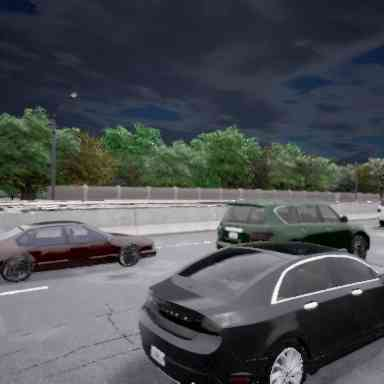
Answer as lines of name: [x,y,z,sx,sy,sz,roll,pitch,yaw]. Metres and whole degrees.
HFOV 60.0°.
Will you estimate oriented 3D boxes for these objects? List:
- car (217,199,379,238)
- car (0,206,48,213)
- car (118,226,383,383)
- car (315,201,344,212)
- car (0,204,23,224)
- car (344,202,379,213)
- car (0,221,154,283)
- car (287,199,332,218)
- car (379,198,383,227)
car: [3.280,1.257,10.381,5.566,2.045,2.150,0,0,-35]
car: [-11.098,1.613,21.869,4.718,1.301,1.895,0,0,-35]
car: [1.599,1.519,5.008,4.892,1.490,1.837,0,0,-35]
car: [20.034,2.067,48.333,4.181,1.385,1.994,1,-1,-35]
car: [-14.768,1.606,23.551,4.718,1.301,1.895,0,0,-35]
car: [23.892,2.098,46.773,5.357,1.411,2.033,1,-1,-35]
car: [-3.722,1.556,9.689,5.357,1.411,2.033,0,0,-35]
car: [12.058,1.596,34.072,4.553,1.767,2.097,1,-1,-35]
car: [14.973,1.410,23.015,5.566,2.045,2.150,1,-1,-35]
